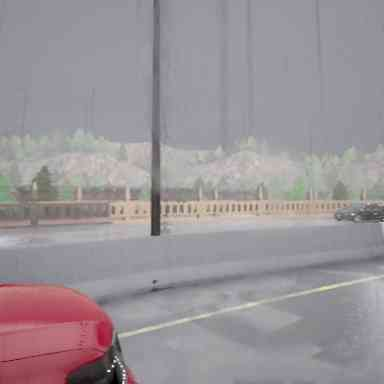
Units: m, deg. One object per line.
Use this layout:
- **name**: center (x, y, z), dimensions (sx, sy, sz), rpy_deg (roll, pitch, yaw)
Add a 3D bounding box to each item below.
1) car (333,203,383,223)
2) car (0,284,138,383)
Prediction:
- **car**: center (13.491, 1.631, 26.314), dimensions (4.892, 1.490, 1.837), rpy_deg (0, 0, -21)
- **car**: center (-2.986, 1.207, 1.519), dimensions (5.566, 2.045, 2.150), rpy_deg (0, 0, -36)
